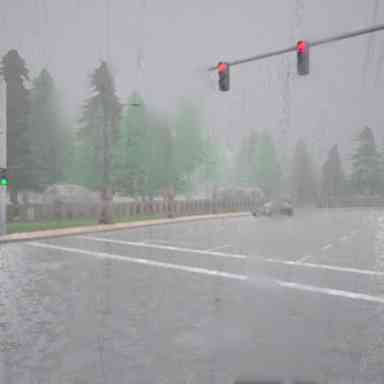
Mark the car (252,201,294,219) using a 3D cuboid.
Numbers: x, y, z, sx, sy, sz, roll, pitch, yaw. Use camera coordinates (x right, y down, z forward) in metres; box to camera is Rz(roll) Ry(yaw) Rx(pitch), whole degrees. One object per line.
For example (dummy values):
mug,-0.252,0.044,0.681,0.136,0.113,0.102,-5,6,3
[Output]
car,7.161,1.517,28.996,4.674,1.442,1.812,0,0,-43
